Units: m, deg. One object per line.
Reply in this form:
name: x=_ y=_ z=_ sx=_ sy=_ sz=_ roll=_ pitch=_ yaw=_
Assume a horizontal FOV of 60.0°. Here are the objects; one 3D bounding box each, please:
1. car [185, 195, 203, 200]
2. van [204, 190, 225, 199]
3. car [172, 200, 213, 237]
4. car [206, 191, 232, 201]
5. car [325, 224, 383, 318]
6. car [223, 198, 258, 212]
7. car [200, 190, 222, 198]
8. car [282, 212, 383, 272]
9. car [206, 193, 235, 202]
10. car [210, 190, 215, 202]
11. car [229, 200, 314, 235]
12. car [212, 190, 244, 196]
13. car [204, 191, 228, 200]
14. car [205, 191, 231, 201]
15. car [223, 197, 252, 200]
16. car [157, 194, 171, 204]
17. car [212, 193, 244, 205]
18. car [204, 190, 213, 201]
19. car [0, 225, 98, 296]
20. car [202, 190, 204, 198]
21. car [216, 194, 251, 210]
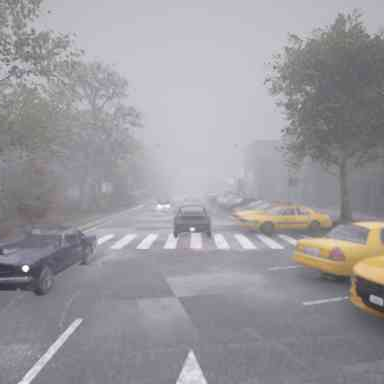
car: x=-0.061 y=1.287 z=38.560 sx=1.895 sy=1.301 sz=4.718 roll=0 pitch=1 yaw=0
van: x=5.254 y=0.591 z=78.314 sx=4.442 sy=1.987 sz=1.878 roll=1 pitch=0 yaw=-20
car: x=0.006 y=1.426 z=17.674 sx=1.837 sy=1.490 sz=4.892 roll=0 pitch=1 yaw=0
car: x=5.124 y=0.807 z=63.248 sx=4.553 sy=1.767 sz=2.185 roll=1 pitch=0 yaw=-20
car: x=5.304 y=1.490 z=6.214 sx=5.008 sy=1.535 sz=2.097 roll=1 pitch=0 yaw=-21
car: x=5.019 y=1.355 z=21.168 sx=5.366 sy=1.575 sz=1.946 roll=0 pitch=1 yaw=-20
car: x=5.126 y=0.474 z=90.305 sx=5.566 sy=2.045 sz=2.435 roll=1 pitch=0 yaw=-20
car: x=5.437 y=1.486 z=9.283 sx=5.366 sy=1.575 sz=1.946 roll=1 pitch=0 yaw=-20
car: x=5.129 y=0.988 z=60.236 sx=4.792 sy=1.488 sz=2.163 roll=1 pitch=1 yaw=-20
car: x=5.181 y=1.003 z=42.244 sx=4.553 sy=1.767 sz=2.185 roll=1 pitch=1 yaw=-20
car: x=5.033 y=1.389 z=18.166 sx=5.366 sy=1.575 sz=1.946 roll=1 pitch=1 yaw=-20
car: x=5.182 y=1.034 z=39.243 sx=4.553 sy=1.767 sz=2.185 roll=1 pitch=1 yaw=-20
car: x=5.186 y=0.736 z=72.266 sx=4.553 sy=1.767 sz=2.185 roll=1 pitch=1 yaw=-20
car: x=5.124 y=0.782 z=66.250 sx=4.553 sy=1.767 sz=2.185 roll=1 pitch=0 yaw=-20
car: x=5.189 y=1.327 z=24.233 sx=4.892 sy=1.521 sz=2.231 roll=0 pitch=1 yaw=-20
car: x=-4.191 y=1.066 z=50.175 sx=2.128 sy=1.511 sz=4.902 roll=0 pitch=1 yaw=0
car: x=5.124 y=1.220 z=36.224 sx=4.792 sy=1.488 sz=2.163 roll=0 pitch=1 yaw=-20
car: x=5.139 y=0.817 z=48.217 sx=5.566 sy=2.045 sz=2.435 roll=1 pitch=1 yaw=-20
car: x=-4.071 y=1.613 z=8.841 sx=1.895 sy=1.301 sz=4.718 roll=0 pitch=0 yaw=0
car: x=5.130 y=0.733 z=57.233 sx=5.566 sy=2.045 sz=2.435 roll=1 pitch=1 yaw=-20
car: x=5.159 y=1.264 z=33.233 sx=4.674 sy=1.452 sz=2.002 roll=0 pitch=1 yaw=-20
